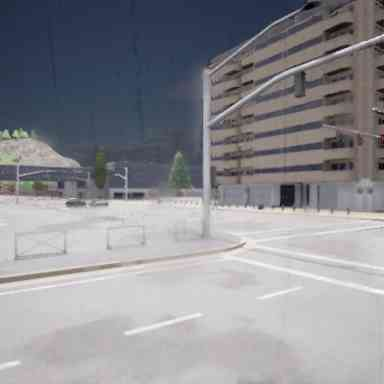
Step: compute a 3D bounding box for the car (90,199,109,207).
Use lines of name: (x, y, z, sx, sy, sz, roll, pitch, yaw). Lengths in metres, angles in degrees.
car: (-14.516, 1.678, 51.939, 1.895, 1.301, 4.718, 0, 0, -35)

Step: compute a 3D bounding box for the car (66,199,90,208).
car: (-17.369, 1.674, 49.910, 1.895, 1.301, 4.718, 0, 0, -35)
